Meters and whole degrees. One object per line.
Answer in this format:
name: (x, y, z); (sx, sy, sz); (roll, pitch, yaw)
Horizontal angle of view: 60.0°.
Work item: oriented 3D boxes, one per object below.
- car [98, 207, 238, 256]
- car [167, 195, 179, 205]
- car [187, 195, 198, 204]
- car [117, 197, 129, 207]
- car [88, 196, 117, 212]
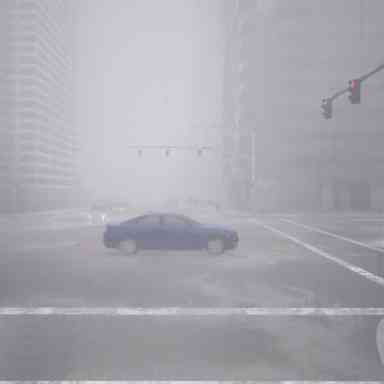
car: (-0.782, 1.478, 12.516); (5.008, 1.535, 1.882); (0, 0, 0)
car: (-3.452, 1.352, 60.875); (2.097, 1.767, 4.553); (0, 0, 0)
car: (0.050, 1.352, 63.498); (2.097, 1.767, 4.553); (0, 0, 0)
car: (-10.630, 1.526, 49.627); (1.812, 1.442, 4.674); (0, 0, 0)
car: (-10.632, 1.505, 39.367); (1.837, 1.490, 4.892); (0, 0, 0)
